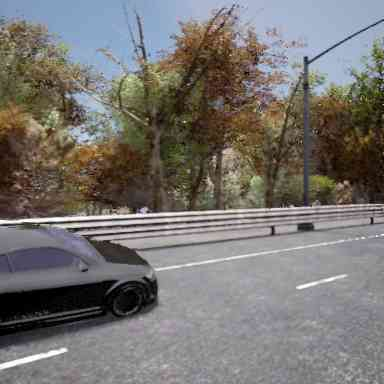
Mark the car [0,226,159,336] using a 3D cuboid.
[{"bbox_3d":[-2.646,1.388,5.923,4.181,1.385,1.994,2,11,-36],"label":"car"}]
